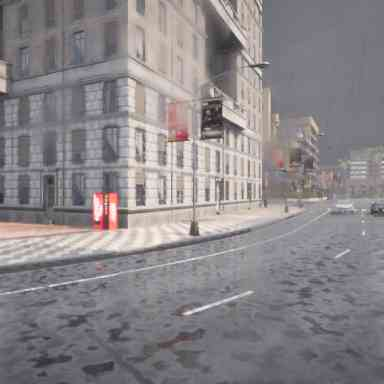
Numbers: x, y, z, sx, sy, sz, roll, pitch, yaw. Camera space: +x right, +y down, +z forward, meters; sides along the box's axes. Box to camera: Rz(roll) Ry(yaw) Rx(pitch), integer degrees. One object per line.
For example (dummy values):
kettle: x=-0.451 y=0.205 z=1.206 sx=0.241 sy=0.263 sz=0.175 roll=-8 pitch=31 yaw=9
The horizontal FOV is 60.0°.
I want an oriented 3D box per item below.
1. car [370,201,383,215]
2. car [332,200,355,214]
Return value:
car: x=19.157 y=1.586 z=33.572 sx=1.994 sy=1.385 sz=4.181 roll=0 pitch=0 yaw=27
car: x=16.033 y=1.553 z=35.152 sx=1.812 sy=1.442 sz=4.674 roll=0 pitch=0 yaw=27
